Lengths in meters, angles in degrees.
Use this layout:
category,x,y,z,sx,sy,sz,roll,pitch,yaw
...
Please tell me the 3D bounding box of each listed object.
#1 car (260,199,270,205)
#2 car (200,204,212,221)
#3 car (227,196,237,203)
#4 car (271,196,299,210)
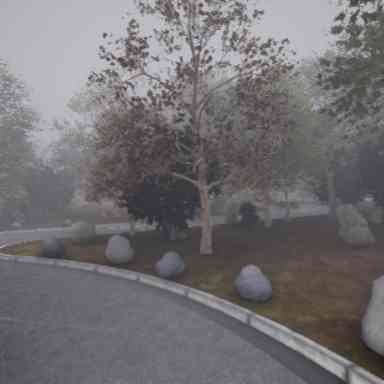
category,x,y,z,sx,sy,sz,roll,pitch,yaw
car,12.922,1.326,53.139,1.882,1.535,5.008,0,1,-29
car,-0.842,1.633,29.002,5.566,2.045,2.150,-2,-2,-32
car,6.764,1.261,63.386,2.128,1.511,4.902,0,0,-31
car,12.420,1.444,43.736,1.882,1.535,5.008,-1,1,-4
